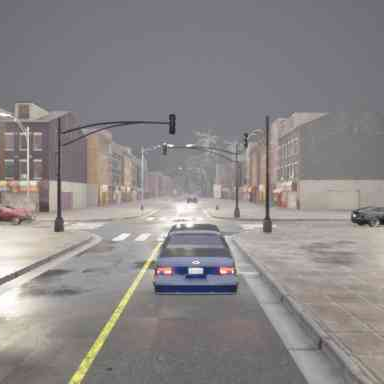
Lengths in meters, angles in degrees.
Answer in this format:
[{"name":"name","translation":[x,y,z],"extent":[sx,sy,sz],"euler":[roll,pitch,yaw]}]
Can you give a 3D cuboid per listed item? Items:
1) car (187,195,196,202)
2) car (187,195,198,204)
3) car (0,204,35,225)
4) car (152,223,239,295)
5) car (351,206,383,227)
[{"name":"car","translation":[-0.093,1.550,75.782],"extent":[1.882,1.535,5.008],"euler":[0,0,0]},{"name":"car","translation":[0.019,1.409,66.122],"extent":[2.097,1.767,4.553],"euler":[0,0,0]},{"name":"car","translation":[-13.576,1.572,23.512],"extent":[4.674,1.442,1.812],"euler":[0,0,0]},{"name":"car","translation":[0.069,1.549,8.848],"extent":[2.033,1.411,5.357],"euler":[0,0,0]},{"name":"car","translation":[12.324,1.522,20.981],"extent":[4.313,1.339,1.947],"euler":[0,0,0]}]
